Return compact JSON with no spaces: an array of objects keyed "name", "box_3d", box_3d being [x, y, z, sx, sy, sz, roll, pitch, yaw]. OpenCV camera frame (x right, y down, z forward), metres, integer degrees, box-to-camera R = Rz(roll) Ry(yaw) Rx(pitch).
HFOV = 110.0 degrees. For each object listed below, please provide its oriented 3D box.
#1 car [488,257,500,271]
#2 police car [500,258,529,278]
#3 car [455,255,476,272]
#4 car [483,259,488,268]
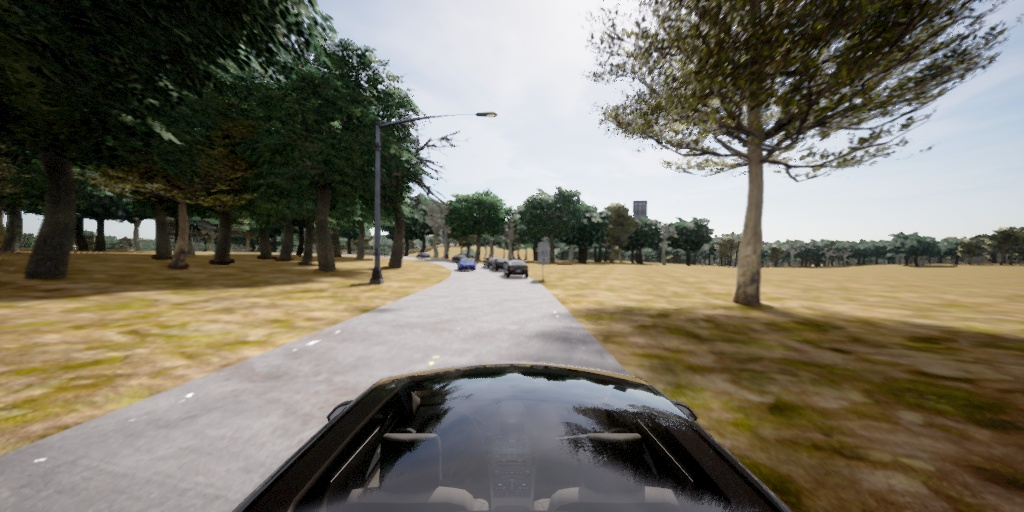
[{"name":"car","box_3d":[-1.280,0.987,42.863,1.882,1.535,5.008,0,1,-12]},{"name":"police car","box_3d":[0.297,1.049,32.882,1.930,1.638,5.238,0,0,-6]},{"name":"car","box_3d":[-5.250,0.977,41.681,1.882,1.535,5.008,0,1,-11]},{"name":"car","box_3d":[-2.678,0.909,48.831,1.837,1.490,4.892,0,1,-15]}]
